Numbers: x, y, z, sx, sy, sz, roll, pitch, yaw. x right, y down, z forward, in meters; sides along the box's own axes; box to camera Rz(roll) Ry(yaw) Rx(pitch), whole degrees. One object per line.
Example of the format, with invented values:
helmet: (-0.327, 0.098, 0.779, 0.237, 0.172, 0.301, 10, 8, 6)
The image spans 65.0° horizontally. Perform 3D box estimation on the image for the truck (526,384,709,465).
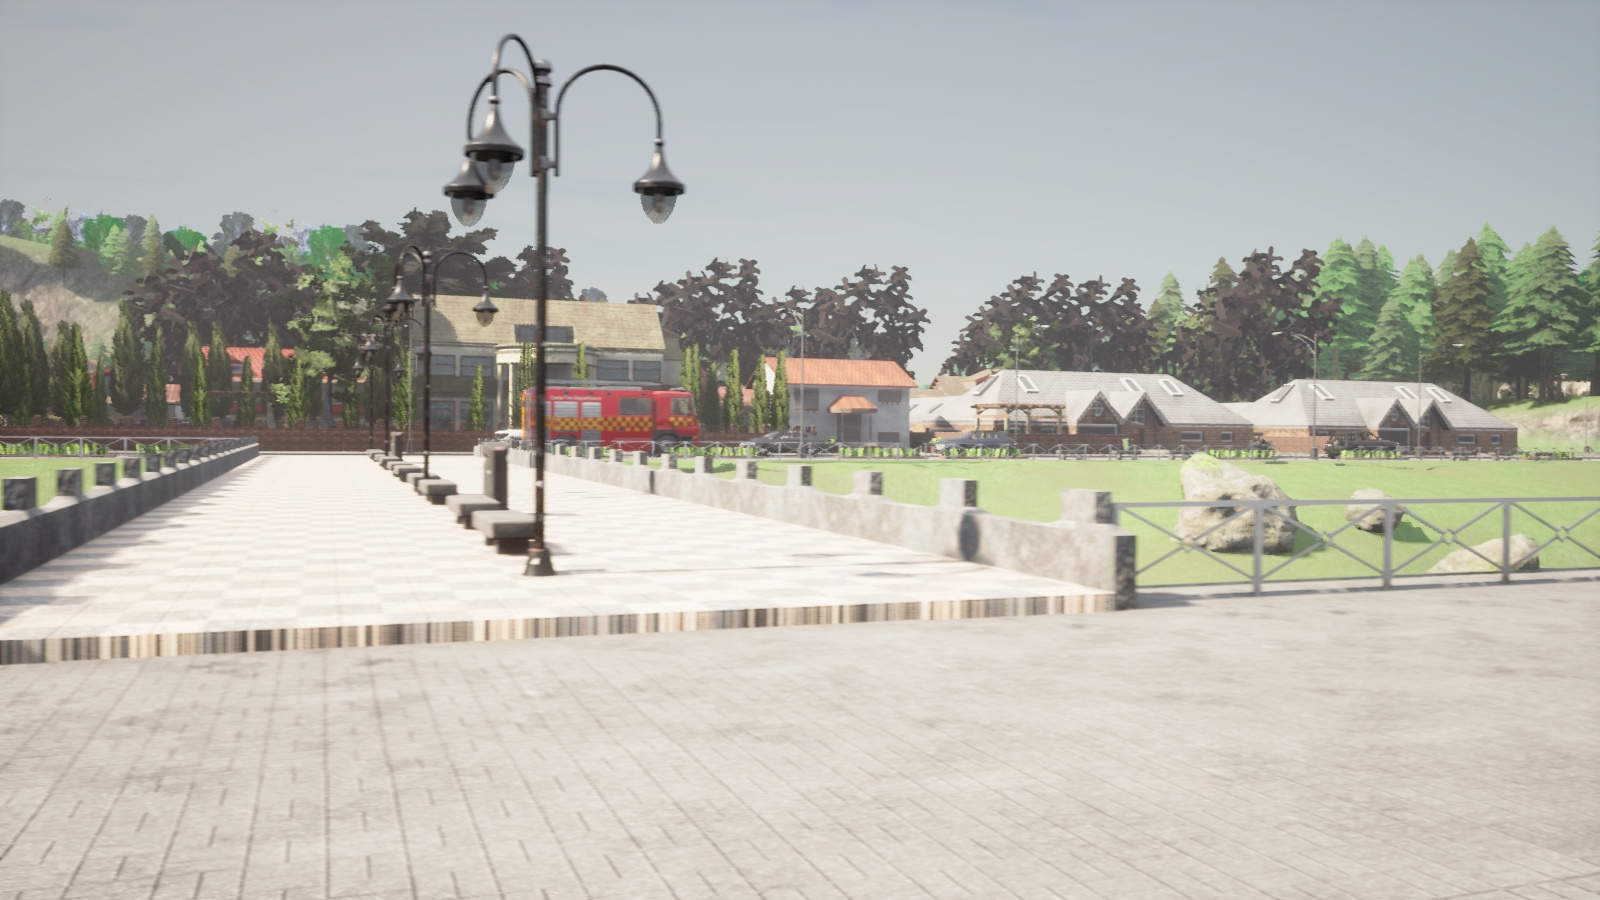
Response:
truck: (-8.996, -1.279, 62.037, 8.468, 3.827, 2.891, -1, 1, -21)

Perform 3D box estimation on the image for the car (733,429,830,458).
car: (-1.007, -0.363, 69.359, 4.902, 1.511, 2.128, -1, 1, -21)

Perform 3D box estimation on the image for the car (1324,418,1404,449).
car: (35.431, -1.052, 78.904, 4.605, 1.855, 1.932, -1, 1, -21)

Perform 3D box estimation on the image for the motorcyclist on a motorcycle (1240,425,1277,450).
motorcyclist on a motorcycle: (29.562, -0.804, 80.958, 2.191, 1.530, 0.866, -1, 1, -21)

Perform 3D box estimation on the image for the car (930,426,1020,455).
car: (10.259, -0.581, 73.633, 4.856, 1.649, 2.033, -1, 1, -21)

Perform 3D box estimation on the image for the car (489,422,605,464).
car: (-13.068, -0.396, 64.780, 5.566, 2.045, 2.150, -1, 1, -21)
